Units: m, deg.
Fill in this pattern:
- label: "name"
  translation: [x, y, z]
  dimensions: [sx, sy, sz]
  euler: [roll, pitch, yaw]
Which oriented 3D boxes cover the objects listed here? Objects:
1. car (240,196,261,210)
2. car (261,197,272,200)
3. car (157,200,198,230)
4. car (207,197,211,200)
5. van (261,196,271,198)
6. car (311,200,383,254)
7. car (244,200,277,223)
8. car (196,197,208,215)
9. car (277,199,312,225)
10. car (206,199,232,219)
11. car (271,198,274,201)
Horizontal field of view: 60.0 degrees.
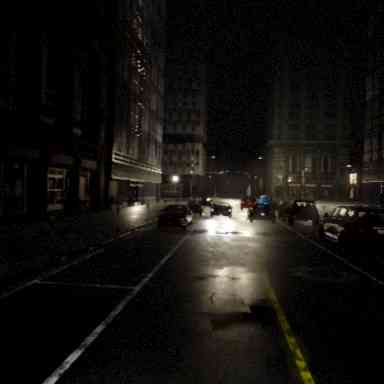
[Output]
- label: "car"
  translation: [7.189, 1.388, 42.220]
  dimensions: [2.097, 1.767, 4.553]
  euler: [2, 0, 7]
- label: "car"
  translation: [9.964, 1.702, 42.093]
  dimensions: [1.802, 1.307, 4.206]
  euler: [1, 0, 6]
- label: "car"
  translation: [-0.963, 1.437, 20.555]
  dimensions: [1.887, 1.381, 4.507]
  euler: [1, 0, 6]
- label: "car"
  translation: [2.108, 1.419, 48.633]
  dimensions: [1.947, 1.339, 4.313]
  euler: [1, 0, 6]
- label: "van"
  translation: [10.585, 1.450, 47.707]
  dimensions: [1.690, 1.788, 3.998]
  euler: [1, 0, 6]
- label: "car"
  translation: [6.899, 1.468, 14.015]
  dimensions: [2.192, 1.841, 5.009]
  euler: [1, 0, 6]
- label: "car"
  translation: [5.475, 1.624, 26.633]
  dimensions: [1.994, 1.385, 4.181]
  euler: [2, 0, 6]
- label: "car"
  translation: [0.265, 1.463, 31.786]
  dimensions: [1.802, 1.307, 4.206]
  euler: [1, 0, 6]
- label: "car"
  translation: [8.128, 1.459, 25.245]
  dimensions: [2.192, 1.841, 5.009]
  euler: [1, 0, 6]
- label: "car"
  translation: [2.600, 1.563, 29.228]
  dimensions: [1.895, 1.301, 4.718]
  euler: [2, 0, 7]
- label: "car"
  translation: [8.739, 1.577, 30.861]
  dimensions: [1.967, 1.590, 4.097]
  euler: [1, 0, 6]
